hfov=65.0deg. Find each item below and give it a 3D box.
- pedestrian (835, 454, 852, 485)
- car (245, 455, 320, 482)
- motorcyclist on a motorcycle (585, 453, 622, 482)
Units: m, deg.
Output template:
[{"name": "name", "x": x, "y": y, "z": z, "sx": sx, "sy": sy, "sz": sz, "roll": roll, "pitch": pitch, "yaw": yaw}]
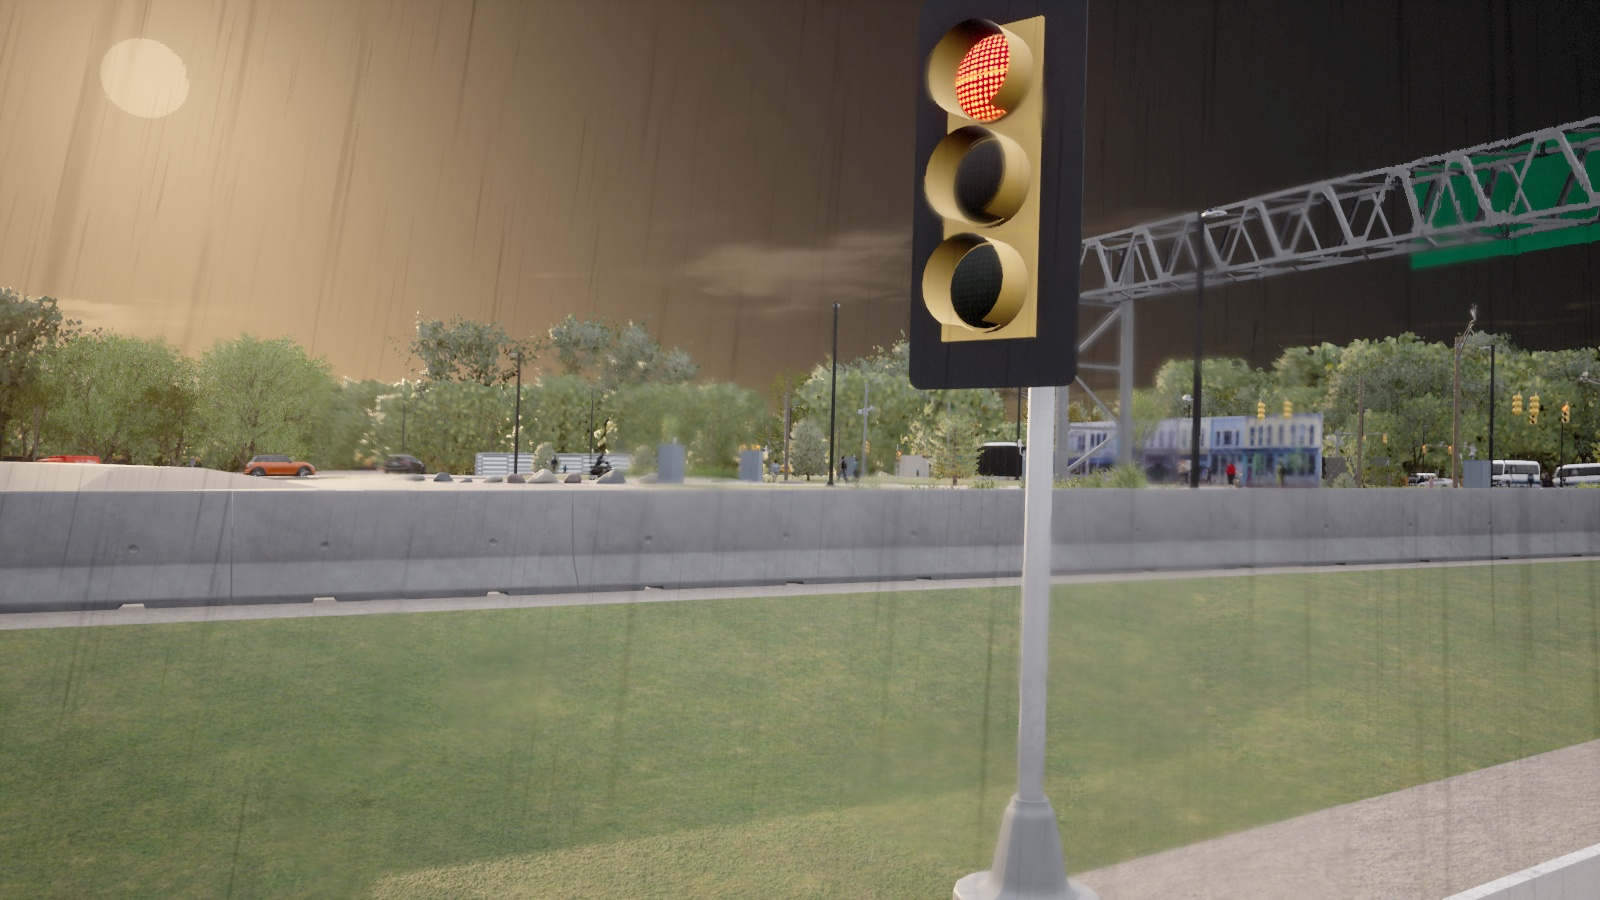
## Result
[{"name": "pedestrian", "x": 2.684, "y": 1.193, "z": 77.094, "sx": 0.849, "sy": 1.883, "sz": 0.563, "roll": 2, "pitch": -1, "yaw": -15}, {"name": "car", "x": -36.448, "y": 1.293, "z": 88.409, "sx": 4.553, "sy": 1.767, "sz": 2.097, "roll": -1, "pitch": 0, "yaw": -32}, {"name": "motorcyclist on a motorcycle", "x": -10.828, "y": 0.973, "z": 69.151, "sx": 1.817, "sy": 1.590, "sz": 0.866, "roll": 0, "pitch": -2, "yaw": 25}]
